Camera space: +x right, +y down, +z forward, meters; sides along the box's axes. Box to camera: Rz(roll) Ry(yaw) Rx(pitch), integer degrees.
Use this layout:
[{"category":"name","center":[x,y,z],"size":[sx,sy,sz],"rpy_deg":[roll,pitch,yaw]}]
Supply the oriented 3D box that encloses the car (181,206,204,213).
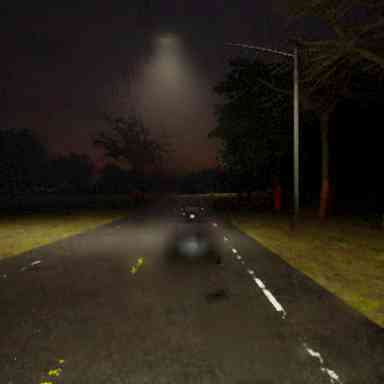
[{"category":"car","center":[0.042,1.834,27.528],"size":[1.994,1.385,4.181],"rpy_deg":[0,0,0]}]

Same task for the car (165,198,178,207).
[{"category":"car","center":[-3.560,1.723,58.047],"size":[1.882,1.535,5.008],"rpy_deg":[0,0,1]}]

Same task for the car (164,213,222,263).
[{"category":"car","center":[0.044,1.720,12.636],"size":[1.994,1.385,4.181],"rpy_deg":[0,0,1]}]
